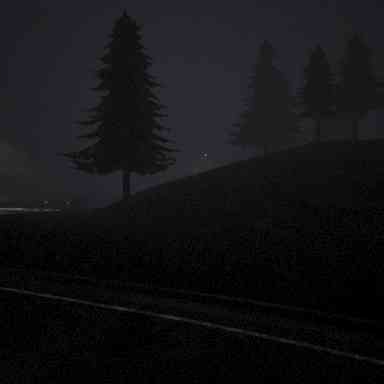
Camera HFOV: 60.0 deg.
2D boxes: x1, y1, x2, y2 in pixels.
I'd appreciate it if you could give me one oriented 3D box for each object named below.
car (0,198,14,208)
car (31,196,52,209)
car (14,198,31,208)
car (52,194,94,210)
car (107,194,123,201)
[{"bbox_3d":[-25.368,1.564,47.669,1.994,1.385,4.181,0,0,22],"label":"car"},{"bbox_3d":[-18.848,1.351,45.115,2.097,1.767,4.553,0,0,22],"label":"car"},{"bbox_3d":[-22.054,1.563,46.519,1.994,1.385,4.181,0,0,22],"label":"car"},{"bbox_3d":[-15.591,1.351,43.833,2.097,1.767,4.553,0,0,22],"label":"car"},{"bbox_3d":[-13.148,1.114,59.097,1.837,1.490,4.892,0,0,22],"label":"car"}]
